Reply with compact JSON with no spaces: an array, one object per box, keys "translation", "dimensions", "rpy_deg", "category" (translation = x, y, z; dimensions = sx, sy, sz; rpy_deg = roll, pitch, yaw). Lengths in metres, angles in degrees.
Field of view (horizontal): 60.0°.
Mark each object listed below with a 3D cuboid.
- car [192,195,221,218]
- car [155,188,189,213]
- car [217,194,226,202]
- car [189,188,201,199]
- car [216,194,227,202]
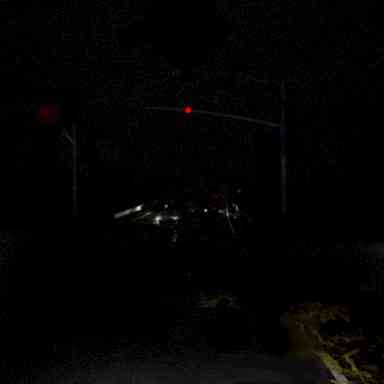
[{"translation":[1.231,1.295,27.783],"dimensions":[1.994,1.385,4.181],"rpy_deg":[0,3,5],"category":"car"},{"translation":[-1.970,0.758,31.915],"dimensions":[2.150,2.045,5.566],"rpy_deg":[0,3,6],"category":"car"},{"translation":[6.173,1.241,68.733],"dimensions":[1.882,1.535,5.008],"rpy_deg":[0,-1,6],"category":"car"},{"translation":[0.069,0.442,49.337],"dimensions":[2.150,2.045,5.566],"rpy_deg":[0,-1,8],"category":"car"},{"translation":[4.927,1.007,58.642],"dimensions":[1.812,1.442,4.674],"rpy_deg":[0,-2,7],"category":"car"}]
